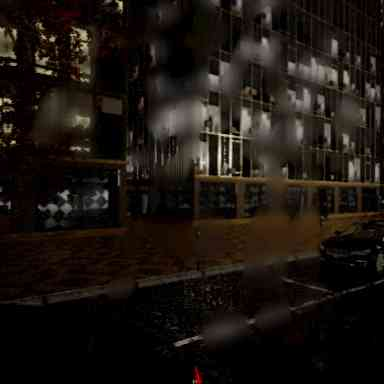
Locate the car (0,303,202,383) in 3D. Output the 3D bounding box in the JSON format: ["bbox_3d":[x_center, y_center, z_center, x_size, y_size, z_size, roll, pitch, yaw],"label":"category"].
[{"bbox_3d":[-1.895,1.560,2.026,4.181,1.385,1.994,0,0,-36],"label":"car"}]

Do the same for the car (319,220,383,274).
[{"bbox_3d":[5.899,1.624,10.776,4.403,1.369,2.008,0,0,-36],"label":"car"}]
